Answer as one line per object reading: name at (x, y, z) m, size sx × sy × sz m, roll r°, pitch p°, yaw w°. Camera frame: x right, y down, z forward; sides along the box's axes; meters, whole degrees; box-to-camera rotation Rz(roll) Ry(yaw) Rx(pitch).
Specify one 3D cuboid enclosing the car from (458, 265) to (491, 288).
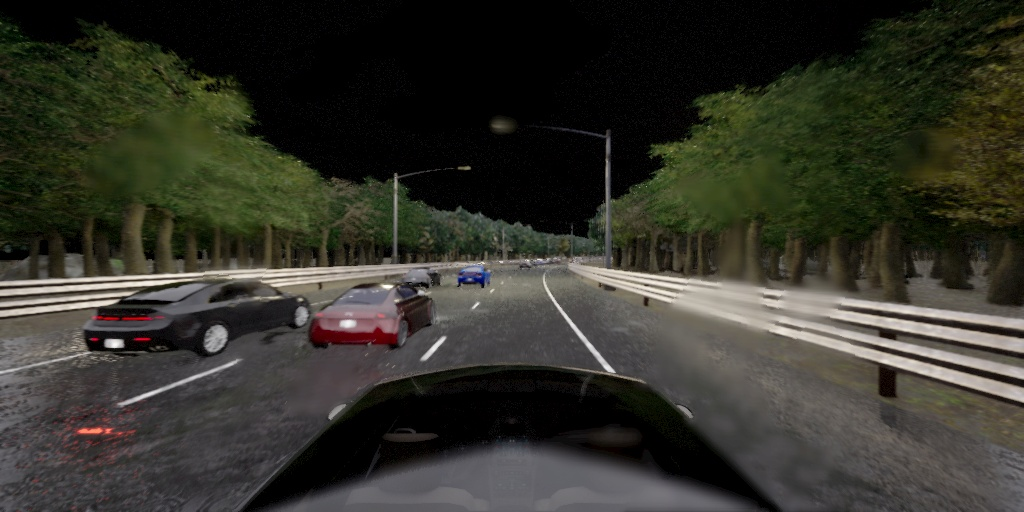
car at (-2.664, 1.429, 26.244) m, size 1.882 × 1.535 × 5.008 m, roll 0°, pitch 0°, yaw 3°

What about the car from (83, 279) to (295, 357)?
car at (-6.825, 1.285, 8.609) m, size 1.837 × 1.490 × 4.892 m, roll 0°, pitch -1°, yaw 1°

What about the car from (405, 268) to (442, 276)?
car at (-6.228, 1.489, 25.190) m, size 1.994 × 1.385 × 4.181 m, roll 0°, pitch 0°, yaw 3°

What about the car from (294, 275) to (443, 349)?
car at (-3.313, 1.367, 9.318) m, size 1.994 × 1.385 × 4.181 m, roll 0°, pitch -1°, yaw 1°
